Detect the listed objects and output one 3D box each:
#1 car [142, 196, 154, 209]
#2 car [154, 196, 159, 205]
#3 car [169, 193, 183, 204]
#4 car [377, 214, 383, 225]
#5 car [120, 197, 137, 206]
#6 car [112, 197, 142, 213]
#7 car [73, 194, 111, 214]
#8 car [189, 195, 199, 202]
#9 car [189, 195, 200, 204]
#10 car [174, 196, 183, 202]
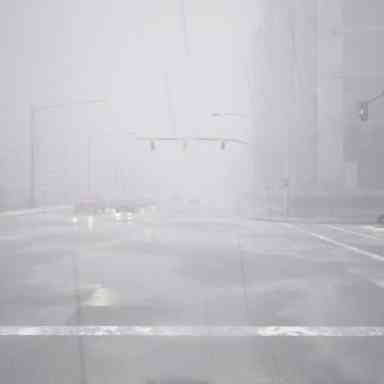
[{"bbox_3d":[-7.043,1.547,46.515,2.033,1.411,5.357,0,0,2],"label":"car"},{"bbox_3d":[-6.858,1.490,57.232,2.128,1.511,4.902,0,0,1],"label":"car"},{"bbox_3d":[-3.160,1.221,64.890,2.150,2.045,5.566,0,0,1],"label":"car"},{"bbox_3d":[13.957,1.564,20.710,4.181,1.385,1.994,0,0,0],"label":"car"},{"bbox_3d":[-10.411,1.526,55.010,1.812,1.442,4.674,0,0,1],"label":"car"},{"bbox_3d":[-7.195,1.564,37.273,1.994,1.385,4.181,0,0,1],"label":"car"},{"bbox_3d":[-10.725,1.221,35.334,2.150,2.045,5.566,0,0,1],"label":"car"},{"bbox_3d":[0.512,1.524,75.182,2.128,1.511,4.902,0,0,1],"label":"car"},{"bbox_3d":[0.417,1.526,63.973,1.812,1.442,4.674,0,0,1],"label":"car"},{"bbox_3d":[-2.985,1.510,75.533,1.895,1.301,4.718,0,0,1],"label":"car"}]
